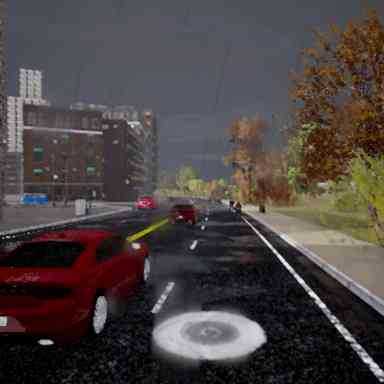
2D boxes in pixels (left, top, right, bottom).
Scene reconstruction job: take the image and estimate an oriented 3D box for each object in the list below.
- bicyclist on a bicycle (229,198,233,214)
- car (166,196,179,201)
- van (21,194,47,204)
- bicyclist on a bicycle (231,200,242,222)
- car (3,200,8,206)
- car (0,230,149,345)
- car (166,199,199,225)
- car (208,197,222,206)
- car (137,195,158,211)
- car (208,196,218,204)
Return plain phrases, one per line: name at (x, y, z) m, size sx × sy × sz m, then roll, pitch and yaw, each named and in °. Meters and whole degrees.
bicyclist on a bicycle at (4.143, 1.501, 34.663) m, size 0.659 × 1.776 × 1.843 m, roll 0°, pitch 0°, yaw 4°
car at (-2.594, 1.332, 46.792) m, size 1.812 × 1.442 × 4.674 m, roll 0°, pitch 0°, yaw 3°
van at (-26.681, 1.183, 56.299) m, size 3.998 × 1.788 × 1.690 m, roll 1°, pitch -1°, yaw -27°
bicyclist on a bicycle at (3.459, 1.547, 24.777) m, size 0.582 × 1.620 × 1.656 m, roll 0°, pitch -1°, yaw 4°
car at (-28.042, 1.366, 46.231) m, size 4.206 × 1.307 × 1.802 m, roll 1°, pitch -1°, yaw -27°
car at (-2.220, 1.510, 6.727) m, size 1.882 × 1.535 × 5.008 m, roll 0°, pitch 0°, yaw 6°
car at (-0.558, 1.584, 25.335) m, size 1.882 × 1.535 × 5.008 m, roll 0°, pitch 0°, yaw 4°
car at (4.495, 1.720, 61.882) m, size 2.128 × 1.511 × 4.902 m, roll 0°, pitch 0°, yaw 1°
car at (-5.934, 1.422, 45.109) m, size 2.150 × 2.045 × 5.566 m, roll 0°, pitch -1°, yaw 2°
car at (4.592, 1.746, 73.457) m, size 1.882 × 1.535 × 5.008 m, roll 0°, pitch 0°, yaw 0°
